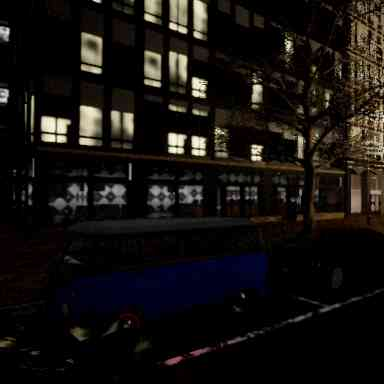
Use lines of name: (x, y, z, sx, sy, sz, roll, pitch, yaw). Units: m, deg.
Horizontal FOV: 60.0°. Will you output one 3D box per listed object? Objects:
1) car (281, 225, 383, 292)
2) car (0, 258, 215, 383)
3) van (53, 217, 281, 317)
car: (4.050, 1.627, 9.196, 4.507, 1.381, 1.887, 1, 0, -36)
car: (-2.417, 1.466, 1.349, 5.008, 1.535, 1.882, 1, -1, -35)
van: (-0.452, 1.371, 5.960, 3.998, 1.788, 1.690, 1, 0, -36)
